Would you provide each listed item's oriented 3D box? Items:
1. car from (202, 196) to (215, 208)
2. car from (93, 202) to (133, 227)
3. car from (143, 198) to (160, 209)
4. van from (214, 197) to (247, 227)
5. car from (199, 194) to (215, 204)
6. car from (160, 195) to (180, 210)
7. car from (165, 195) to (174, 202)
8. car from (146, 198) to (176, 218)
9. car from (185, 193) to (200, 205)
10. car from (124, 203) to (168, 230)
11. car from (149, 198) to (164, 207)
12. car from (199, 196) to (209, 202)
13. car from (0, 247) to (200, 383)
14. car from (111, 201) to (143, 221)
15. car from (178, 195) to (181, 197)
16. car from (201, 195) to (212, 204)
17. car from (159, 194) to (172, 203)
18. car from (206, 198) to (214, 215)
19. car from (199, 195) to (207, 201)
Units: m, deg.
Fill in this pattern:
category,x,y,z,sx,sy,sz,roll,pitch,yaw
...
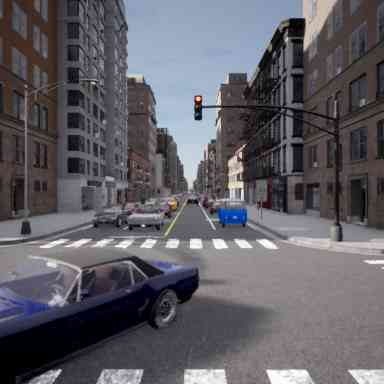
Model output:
category,x,y,z,sx,sy,sz,roll,pitch,yaw
car,2.657,1.576,45.144,1.802,1.307,4.206,0,0,0
car,-5.378,1.549,22.413,2.008,1.369,4.403,0,0,0
car,-5.368,1.519,44.971,1.752,1.417,4.829,0,0,0
van,2.647,1.340,22.419,1.690,1.788,3.998,0,0,0
car,2.660,1.305,50.825,2.192,1.841,5.009,0,0,0
car,-2.826,1.474,39.912,1.882,1.535,5.008,0,0,0
car,-5.353,1.409,79.232,1.967,1.590,4.097,0,0,0
car,-2.833,1.562,30.266,1.994,1.385,4.181,0,0,0
car,0.135,1.463,56.841,1.882,1.535,5.008,0,0,0
car,-2.811,1.600,21.121,1.895,1.301,4.718,0,0,-1
car,-5.365,1.556,50.823,1.947,1.339,4.313,0,0,0
car,2.670,1.524,73.550,2.008,1.369,4.403,0,0,0
car,-1.941,1.601,4.907,1.895,1.301,4.718,0,0,36
car,-5.376,1.543,28.095,1.887,1.381,4.507,0,0,0
car,-2.788,1.591,50.018,1.895,1.301,4.718,0,0,0
car,2.665,1.422,62.188,1.967,1.590,4.097,0,0,0
car,-5.358,1.292,67.868,2.192,1.841,5.009,0,0,0
car,2.652,1.580,33.781,1.802,1.307,4.206,0,0,0
car,2.675,1.530,84.913,1.947,1.339,4.313,0,0,0
